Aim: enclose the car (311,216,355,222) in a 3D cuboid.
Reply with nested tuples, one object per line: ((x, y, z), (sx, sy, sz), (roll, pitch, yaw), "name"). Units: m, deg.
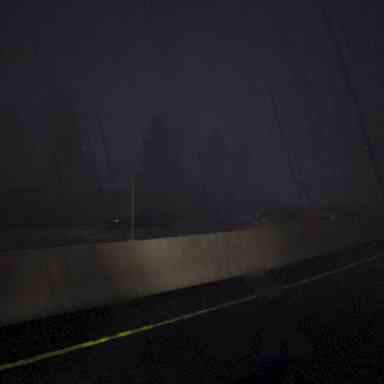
((9.431, 1.526, 22.336), (1.882, 1.535, 5.008), (0, 0, 42), "car")
